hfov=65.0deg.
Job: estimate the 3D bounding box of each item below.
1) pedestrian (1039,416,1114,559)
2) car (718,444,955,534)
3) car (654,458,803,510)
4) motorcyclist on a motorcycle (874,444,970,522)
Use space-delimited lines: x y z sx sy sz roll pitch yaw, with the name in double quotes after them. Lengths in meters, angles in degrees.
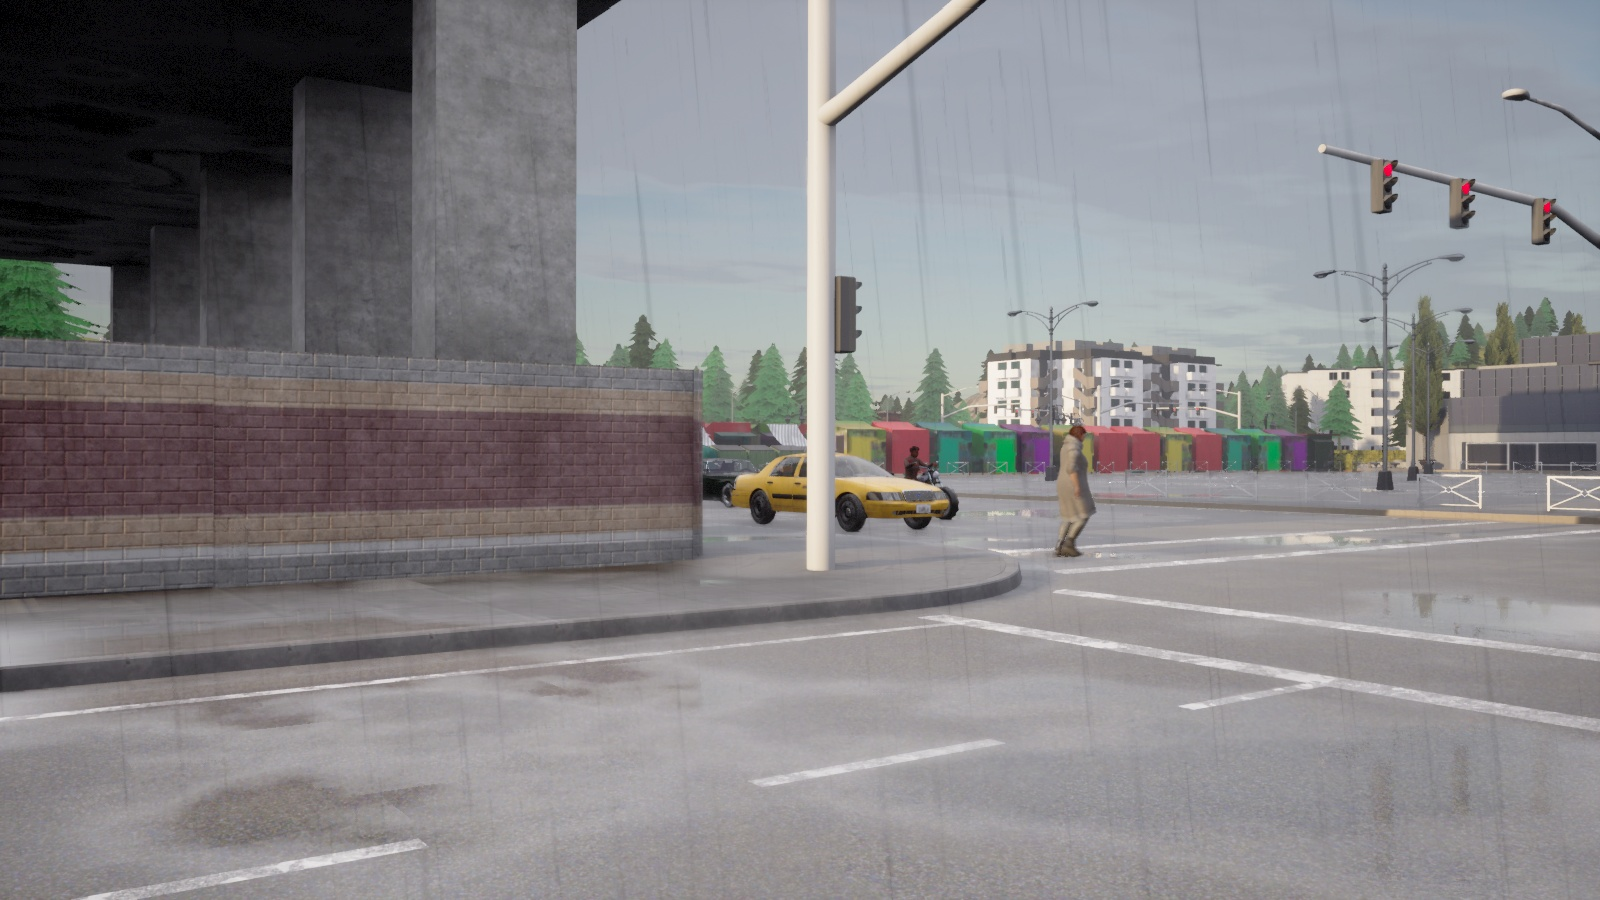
3.848 0.518 17.519 0.873 1.952 0.659 0 0 -3 "pedestrian"
0.561 0.688 24.736 1.801 1.575 5.366 0 0 -35 "car"
-2.041 0.879 34.541 1.895 1.301 4.718 0 0 -35 "car"
2.673 0.702 27.821 0.766 1.649 2.350 0 0 -35 "motorcyclist on a motorcycle"
